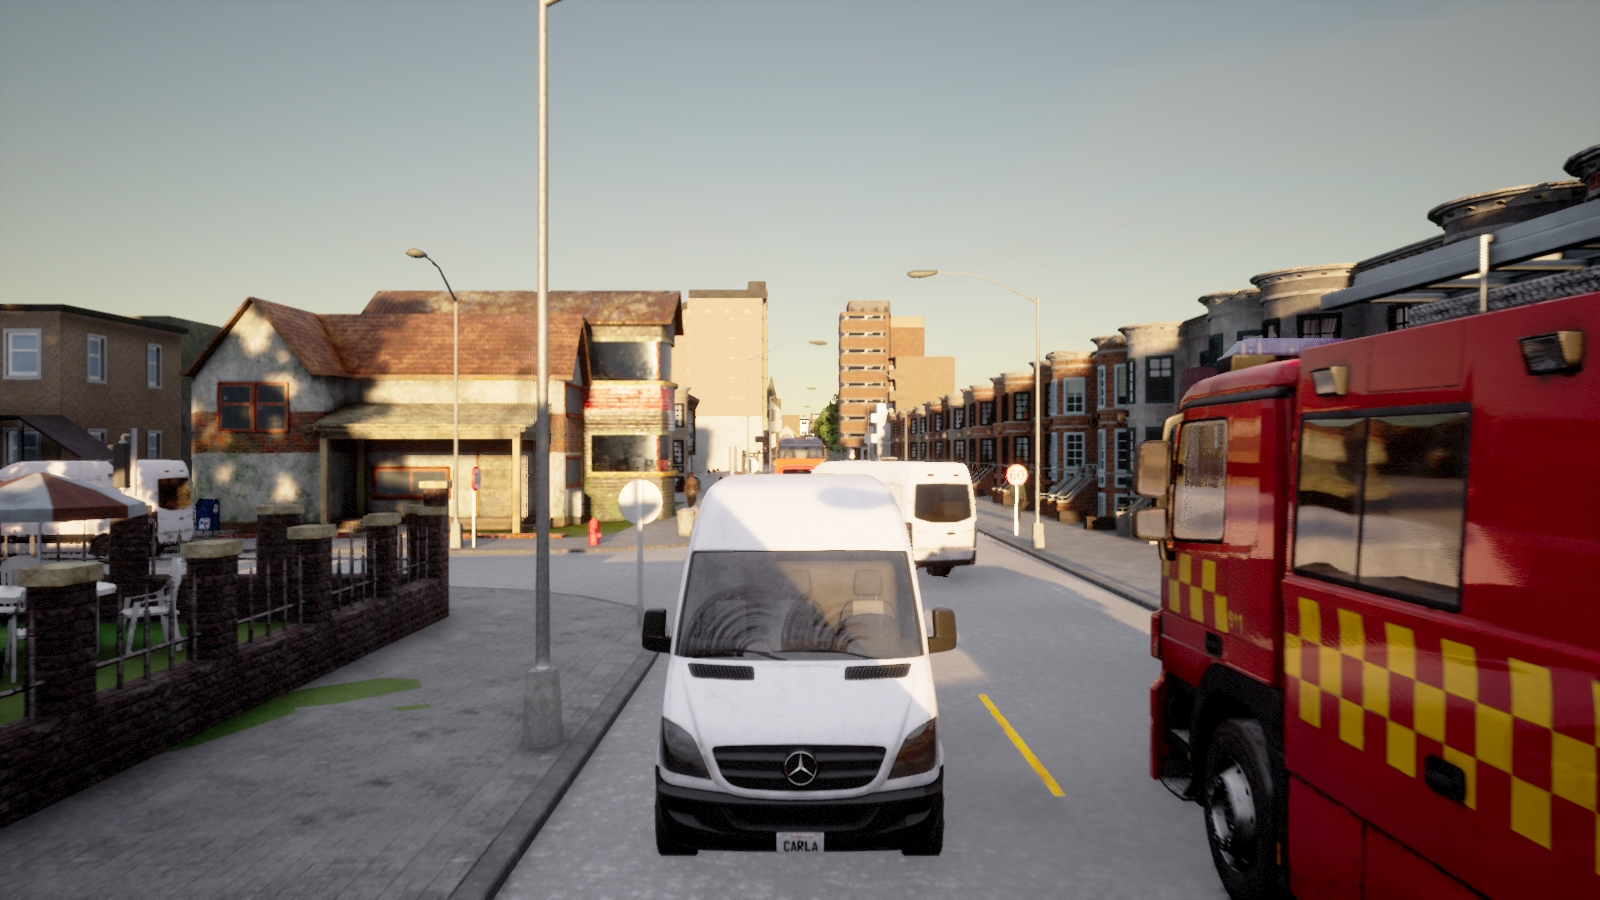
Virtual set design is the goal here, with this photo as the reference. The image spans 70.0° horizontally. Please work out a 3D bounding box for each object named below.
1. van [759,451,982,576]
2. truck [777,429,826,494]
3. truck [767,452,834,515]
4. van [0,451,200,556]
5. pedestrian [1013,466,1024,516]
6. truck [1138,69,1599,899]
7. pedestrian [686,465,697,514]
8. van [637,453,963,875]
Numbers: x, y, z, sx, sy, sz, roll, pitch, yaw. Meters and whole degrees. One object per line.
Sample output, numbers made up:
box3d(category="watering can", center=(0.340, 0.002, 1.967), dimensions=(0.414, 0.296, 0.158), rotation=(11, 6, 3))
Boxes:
box3d(category="van", center=(1.437, 1.314, 26.324), dimensions=(1.988, 2.561, 5.915), rotation=(1, -1, -33))
box3d(category="truck", center=(0.039, 0.668, 71.758), dimensions=(2.891, 3.827, 8.468), rotation=(0, 0, 0))
box3d(category="truck", center=(0.012, 1.362, 47.761), dimensions=(2.627, 2.467, 5.204), rotation=(0, -1, 0))
box3d(category="van", center=(-18.658, 1.314, 28.872), dimensions=(5.915, 2.561, 1.988), rotation=(0, 0, 0))
box3d(category="pedestrian", center=(8.149, 1.526, 42.526), dimensions=(0.375, 1.860, 0.375), rotation=(0, 0, 7))
box3d(category="truck", center=(4.047, 0.670, 4.461), dimensions=(2.891, 3.827, 8.468), rotation=(0, 0, 0))
box3d(category="pedestrian", center=(-4.213, 1.526, 44.230), dimensions=(0.375, 1.860, 0.375), rotation=(0, 0, 5))
box3d(category="van", center=(0.003, 1.314, 9.929), dimensions=(1.988, 2.561, 5.915), rotation=(0, 0, 0))
